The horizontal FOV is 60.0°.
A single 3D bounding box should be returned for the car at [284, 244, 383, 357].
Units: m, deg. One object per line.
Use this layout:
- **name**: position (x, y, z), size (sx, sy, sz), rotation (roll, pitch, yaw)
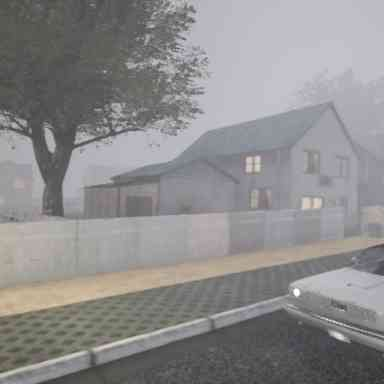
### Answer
- **car**: position (3.759, 1.616, 5.710), size (4.718, 1.301, 1.895), rotation (0, 0, -35)
